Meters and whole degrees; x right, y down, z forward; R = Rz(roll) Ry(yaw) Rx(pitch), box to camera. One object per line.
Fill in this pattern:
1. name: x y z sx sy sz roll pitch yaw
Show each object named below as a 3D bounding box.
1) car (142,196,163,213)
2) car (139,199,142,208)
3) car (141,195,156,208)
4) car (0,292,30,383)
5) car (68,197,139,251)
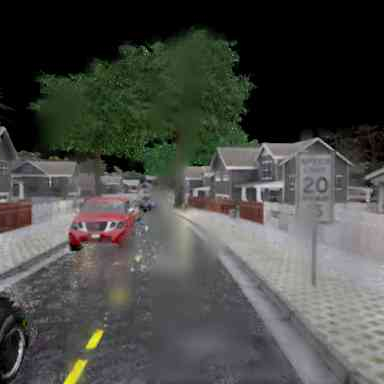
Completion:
1. car: -4.477 1.369 37.686 2.097 1.767 4.553 0 0 -10
2. car: -5.358 1.379 27.012 2.097 1.767 4.553 0 0 -10
3. car: -6.350 1.377 48.030 2.097 1.767 4.553 0 0 -9
4. car: -3.028 1.572 2.548 1.994 1.385 4.181 0 0 -2
5. car: -3.717 1.243 14.644 2.150 2.045 5.566 0 0 -6
